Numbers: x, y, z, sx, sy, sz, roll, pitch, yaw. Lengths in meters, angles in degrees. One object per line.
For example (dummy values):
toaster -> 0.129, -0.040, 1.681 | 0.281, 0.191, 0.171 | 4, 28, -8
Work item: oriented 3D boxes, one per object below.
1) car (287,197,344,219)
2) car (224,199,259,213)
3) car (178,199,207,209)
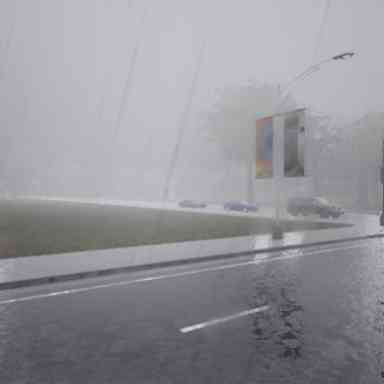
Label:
car -> 12.088, 1.491, 32.956 | 2.150, 2.045, 5.566 | 1, 0, -36
car -> 6.078, 1.709, 41.191 | 1.882, 1.535, 5.008 | 1, 0, -36
car -> -0.002, 1.747, 49.539 | 2.033, 1.411, 5.357 | 1, 0, -36
